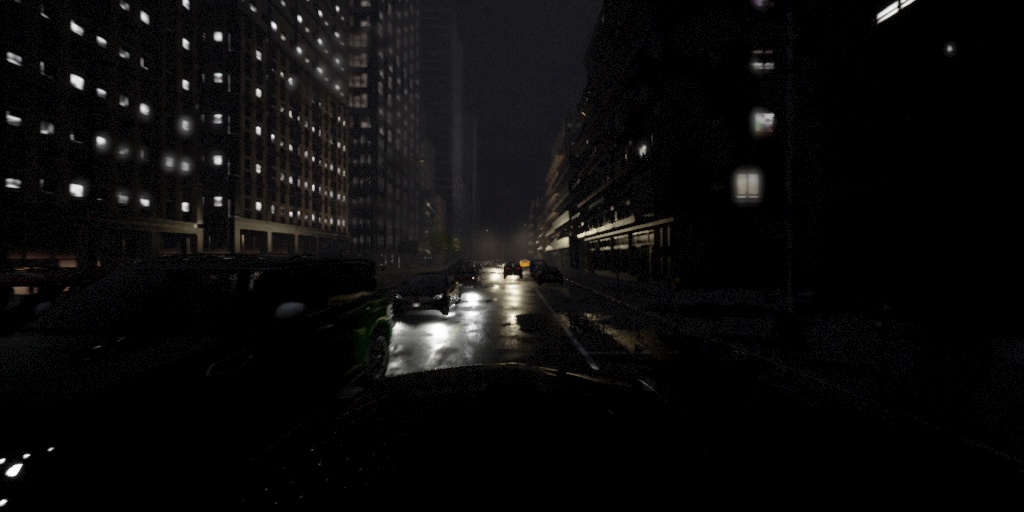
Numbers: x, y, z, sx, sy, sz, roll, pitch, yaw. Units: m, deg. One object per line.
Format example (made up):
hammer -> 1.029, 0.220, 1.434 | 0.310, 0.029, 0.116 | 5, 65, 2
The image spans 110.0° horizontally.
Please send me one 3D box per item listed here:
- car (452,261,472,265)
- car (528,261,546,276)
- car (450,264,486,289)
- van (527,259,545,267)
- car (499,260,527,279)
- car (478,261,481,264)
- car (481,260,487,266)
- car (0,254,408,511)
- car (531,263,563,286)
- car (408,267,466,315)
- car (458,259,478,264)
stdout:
car -> -5.685, 1.464, 37.561 | 1.948, 1.339, 4.313 | 0, 0, 0
car -> 2.695, 1.398, 32.205 | 1.751, 1.417, 4.829 | 0, 0, 0
car -> -3.086, 1.440, 24.237 | 1.895, 1.301, 4.718 | 0, 0, 0
van -> 2.696, 1.238, 37.559 | 1.690, 1.789, 3.998 | 0, 0, 0
car -> 0.106, 1.379, 35.176 | 2.128, 1.511, 4.902 | 0, 0, 0
car -> -5.683, 1.501, 48.606 | 2.007, 1.370, 4.403 | 0, 0, 0
car -> -5.681, 1.555, 59.651 | 2.007, 1.370, 4.403 | 0, 0, 0
car -> -3.100, 0.981, 4.044 | 2.150, 2.045, 5.566 | 0, 0, 0
car -> 2.694, 1.414, 26.513 | 1.948, 1.339, 4.313 | 0, 0, 0
car -> -3.098, 1.324, 13.933 | 1.812, 1.442, 4.674 | 0, 0, 0
car -> -5.684, 1.238, 43.082 | 2.192, 1.841, 5.009 | 0, 0, 0
